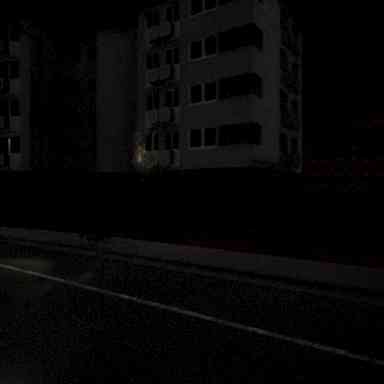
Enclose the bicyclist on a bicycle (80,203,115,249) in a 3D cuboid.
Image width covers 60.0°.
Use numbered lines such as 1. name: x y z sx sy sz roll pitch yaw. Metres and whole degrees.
1. bicyclist on a bicycle: -3.463 1.202 12.272 0.582 1.620 1.656 1 3 33
